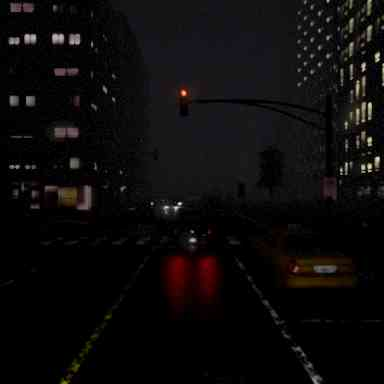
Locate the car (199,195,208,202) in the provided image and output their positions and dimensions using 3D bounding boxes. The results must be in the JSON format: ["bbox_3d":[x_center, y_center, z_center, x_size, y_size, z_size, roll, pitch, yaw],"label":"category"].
[{"bbox_3d":[2.571,1.487,74.396,1.887,1.381,4.507,0,0,0],"label":"car"}]

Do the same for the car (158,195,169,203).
[{"bbox_3d":[-5.801,1.382,68.857,1.967,1.590,4.097,0,0,0],"label":"car"}]

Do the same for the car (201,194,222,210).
[{"bbox_3d":[2.622,1.263,41.237,2.192,1.841,5.009,0,0,0],"label":"car"}]

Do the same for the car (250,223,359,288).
[{"bbox_3d":[2.672,1.510,8.994,1.752,1.417,4.829,0,0,0],"label":"car"}]

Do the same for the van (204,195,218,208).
[{"bbox_3d":[2.613,1.285,46.762,1.690,1.788,3.998,0,0,0],"label":"van"}]

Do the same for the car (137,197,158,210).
[{"bbox_3d":[-5.757,1.499,41.224,2.008,1.369,4.403,0,0,0],"label":"car"}]

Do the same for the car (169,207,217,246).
[{"bbox_3d":[0.041,1.589,15.141,1.895,1.301,4.718,0,0,0],"label":"car"}]

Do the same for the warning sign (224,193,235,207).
[{"bbox_3d":[5.003,1.061,44.497,1.300,1.860,1.060,0,0,0],"label":"warning sign"}]

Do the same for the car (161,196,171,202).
[{"bbox_3d":[-5.809,1.524,74.384,1.802,1.307,4.206,0,0,0],"label":"car"}]

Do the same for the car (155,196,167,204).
[{"bbox_3d":[-5.792,1.486,63.329,1.887,1.381,4.507,0,0,0],"label":"car"}]

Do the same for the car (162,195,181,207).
[{"bbox_3d":[-3.165,1.447,51.360,1.837,1.490,4.892,0,0,0],"label":"car"}]

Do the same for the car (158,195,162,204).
[{"bbox_3d":[-5.783,1.492,57.803,2.008,1.369,4.403,0,0,0],"label":"car"}]

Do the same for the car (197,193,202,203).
[{"bbox_3d":[2.587,1.256,63.342,2.192,1.841,5.009,0,0,0],"label":"car"}]

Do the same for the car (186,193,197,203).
[{"bbox_3d":[-0.109,1.167,70.038,2.150,2.045,5.566,0,0,0],"label":"car"}]

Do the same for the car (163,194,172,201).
[{"bbox_3d":[-5.818,1.383,79.910,1.967,1.590,4.097,0,0,0],"label":"car"}]

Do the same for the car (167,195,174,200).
[{"bbox_3d":[-5.834,1.473,90.793,1.752,1.417,4.829,0,0,0],"label":"car"}]

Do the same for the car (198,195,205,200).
[{"bbox_3d":[2.545,1.473,91.146,1.752,1.417,4.829,0,0,0],"label":"car"}]
